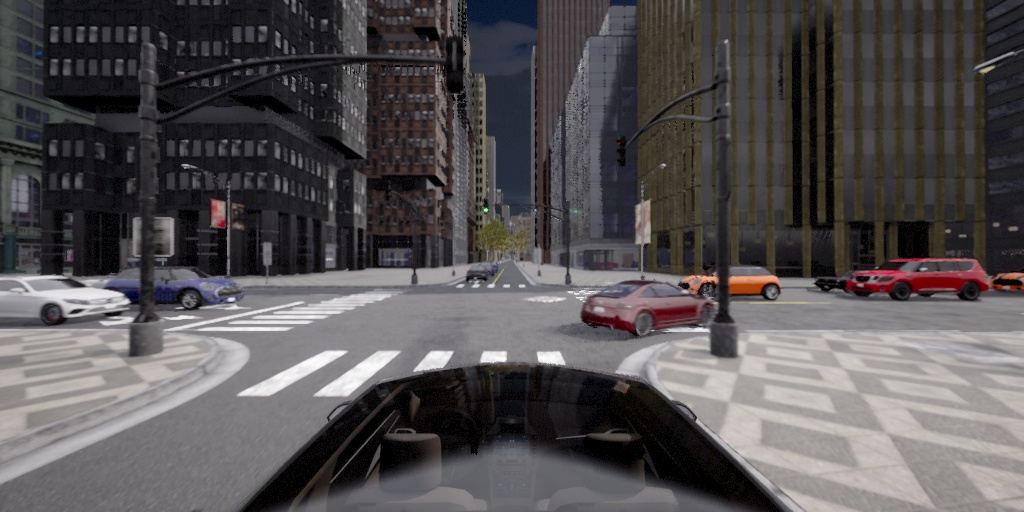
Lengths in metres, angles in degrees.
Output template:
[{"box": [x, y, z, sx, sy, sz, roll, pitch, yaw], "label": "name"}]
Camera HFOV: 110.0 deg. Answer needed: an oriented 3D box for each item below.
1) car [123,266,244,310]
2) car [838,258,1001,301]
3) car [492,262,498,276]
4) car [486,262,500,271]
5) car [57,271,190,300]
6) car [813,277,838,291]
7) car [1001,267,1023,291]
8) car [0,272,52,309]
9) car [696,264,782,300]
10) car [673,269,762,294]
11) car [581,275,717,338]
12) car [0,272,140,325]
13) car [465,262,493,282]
[{"box": [-13.814, 1.208, 14.833, 4.553, 1.767, 2.097, 0, 0, 0], "label": "car"}, {"box": [20.424, 1.137, 18.188, 5.566, 2.045, 2.150, 0, 0, 0], "label": "car"}, {"box": [-3.128, 1.461, 42.714, 2.097, 1.767, 4.553, 0, -1, 0], "label": "car"}, {"box": [-3.137, 1.740, 60.050, 1.882, 1.535, 5.008, 0, 0, 0], "label": "car"}, {"box": [-19.720, 1.477, 18.358, 4.718, 1.301, 1.895, 0, 0, -1], "label": "car"}, {"box": [20.965, 1.540, 21.433, 4.718, 1.301, 1.895, 0, 0, 0], "label": "car"}, {"box": [31.724, 1.306, 21.394, 4.553, 1.767, 2.097, 0, 0, 0], "label": "car"}, {"box": [-22.449, 1.415, 14.853, 4.181, 1.385, 1.994, 0, 0, -1], "label": "car"}, {"box": [10.855, 1.256, 18.213, 4.553, 1.767, 2.097, 0, 0, 0], "label": "car"}, {"box": [12.204, 1.492, 21.460, 4.181, 1.385, 1.994, 0, 0, 0], "label": "car"}, {"box": [4.071, 1.402, 10.529, 4.181, 1.385, 1.994, 0, -1, -30], "label": "car"}, {"box": [-15.290, 1.358, 11.587, 4.674, 1.442, 1.812, 0, 0, 0], "label": "car"}, {"box": [-3.132, 1.574, 33.316, 2.033, 1.411, 5.357, 0, 0, 0], "label": "car"}]
